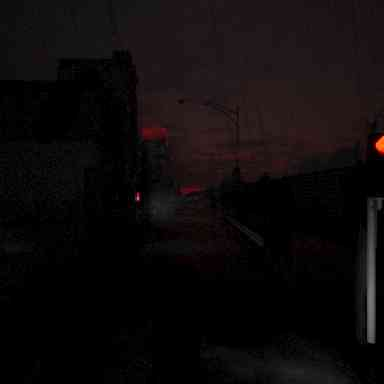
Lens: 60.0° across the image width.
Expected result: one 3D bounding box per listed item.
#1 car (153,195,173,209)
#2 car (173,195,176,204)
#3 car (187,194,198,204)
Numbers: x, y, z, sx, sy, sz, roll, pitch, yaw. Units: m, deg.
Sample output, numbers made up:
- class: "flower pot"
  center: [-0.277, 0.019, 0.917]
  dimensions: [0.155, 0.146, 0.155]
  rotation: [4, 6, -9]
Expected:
- class: "car"
  center: [-4.119, 1.491, 44.361]
  dimensions: [2.128, 1.511, 4.902]
  rotation: [0, 0, 0]
- class: "car"
  center: [-4.118, 1.601, 53.645]
  dimensions: [1.895, 1.301, 4.718]
  rotation: [0, 0, 0]
- class: "car"
  center: [0.065, 1.527, 63.475]
  dimensions: [1.812, 1.442, 4.674]
  rotation: [0, -1, 0]
